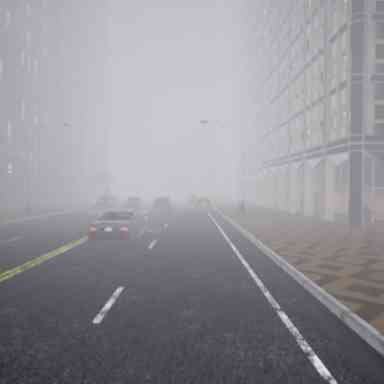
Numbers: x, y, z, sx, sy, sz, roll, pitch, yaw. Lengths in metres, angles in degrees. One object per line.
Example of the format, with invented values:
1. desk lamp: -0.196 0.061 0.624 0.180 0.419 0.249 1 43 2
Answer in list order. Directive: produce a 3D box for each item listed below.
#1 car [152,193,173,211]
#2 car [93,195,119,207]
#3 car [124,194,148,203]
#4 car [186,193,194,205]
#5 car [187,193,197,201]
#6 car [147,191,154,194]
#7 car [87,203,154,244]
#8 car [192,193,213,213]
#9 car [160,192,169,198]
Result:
1. car: -3.163 1.231 36.984 1.882 1.535 5.008 0 1 0
2. car: -9.839 1.094 38.467 2.097 1.767 4.553 0 0 0
3. car: -6.591 1.248 38.155 1.837 1.490 4.892 0 1 0
4. car: -0.016 1.202 51.327 2.033 1.411 5.357 0 0 0
5. car: -0.022 0.968 67.233 1.837 1.490 4.892 0 0 0
6. car: -9.777 0.587 78.900 1.812 1.442 4.674 0 0 0
7. car: -3.168 1.449 15.152 2.033 1.411 5.357 0 0 0
8. car: 1.126 1.236 33.209 1.801 1.575 5.366 0 0 0
9. car: -6.527 0.659 78.872 1.895 1.301 4.718 0 0 0
